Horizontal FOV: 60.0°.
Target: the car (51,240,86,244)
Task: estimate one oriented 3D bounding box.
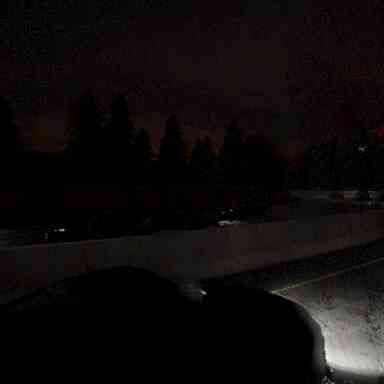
[{"bbox_3d":[-3.643,1.397,14.297,4.902,1.511,2.128,-1,1,-36],"label":"car"}]

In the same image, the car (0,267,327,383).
[{"bbox_3d":[-0.512,1.537,3.487,4.181,1.385,1.994,-1,1,-34],"label":"car"}]

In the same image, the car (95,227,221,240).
[{"bbox_3d":[-0.994,1.423,11.897,4.674,1.442,1.812,-1,1,-36],"label":"car"}]
